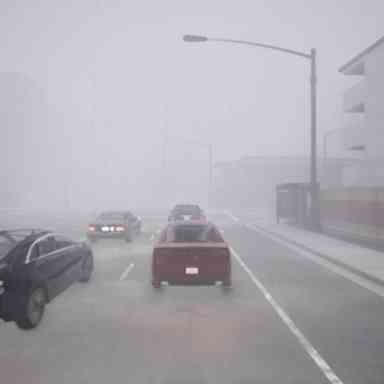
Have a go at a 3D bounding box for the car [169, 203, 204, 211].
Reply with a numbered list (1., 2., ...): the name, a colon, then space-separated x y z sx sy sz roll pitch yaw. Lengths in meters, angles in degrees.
1. car: -0.321 1.455 19.885 2.097 1.767 4.553 0 0 -1

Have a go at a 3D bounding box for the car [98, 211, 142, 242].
1. car: -3.742 1.635 16.712 2.033 1.411 5.357 0 0 -1

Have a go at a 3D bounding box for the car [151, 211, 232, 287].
1. car: -0.043 1.528 9.513 1.882 1.535 5.008 0 0 -1

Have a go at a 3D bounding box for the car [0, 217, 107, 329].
1. car: -3.507 1.529 6.973 2.128 1.511 4.902 0 0 -1
